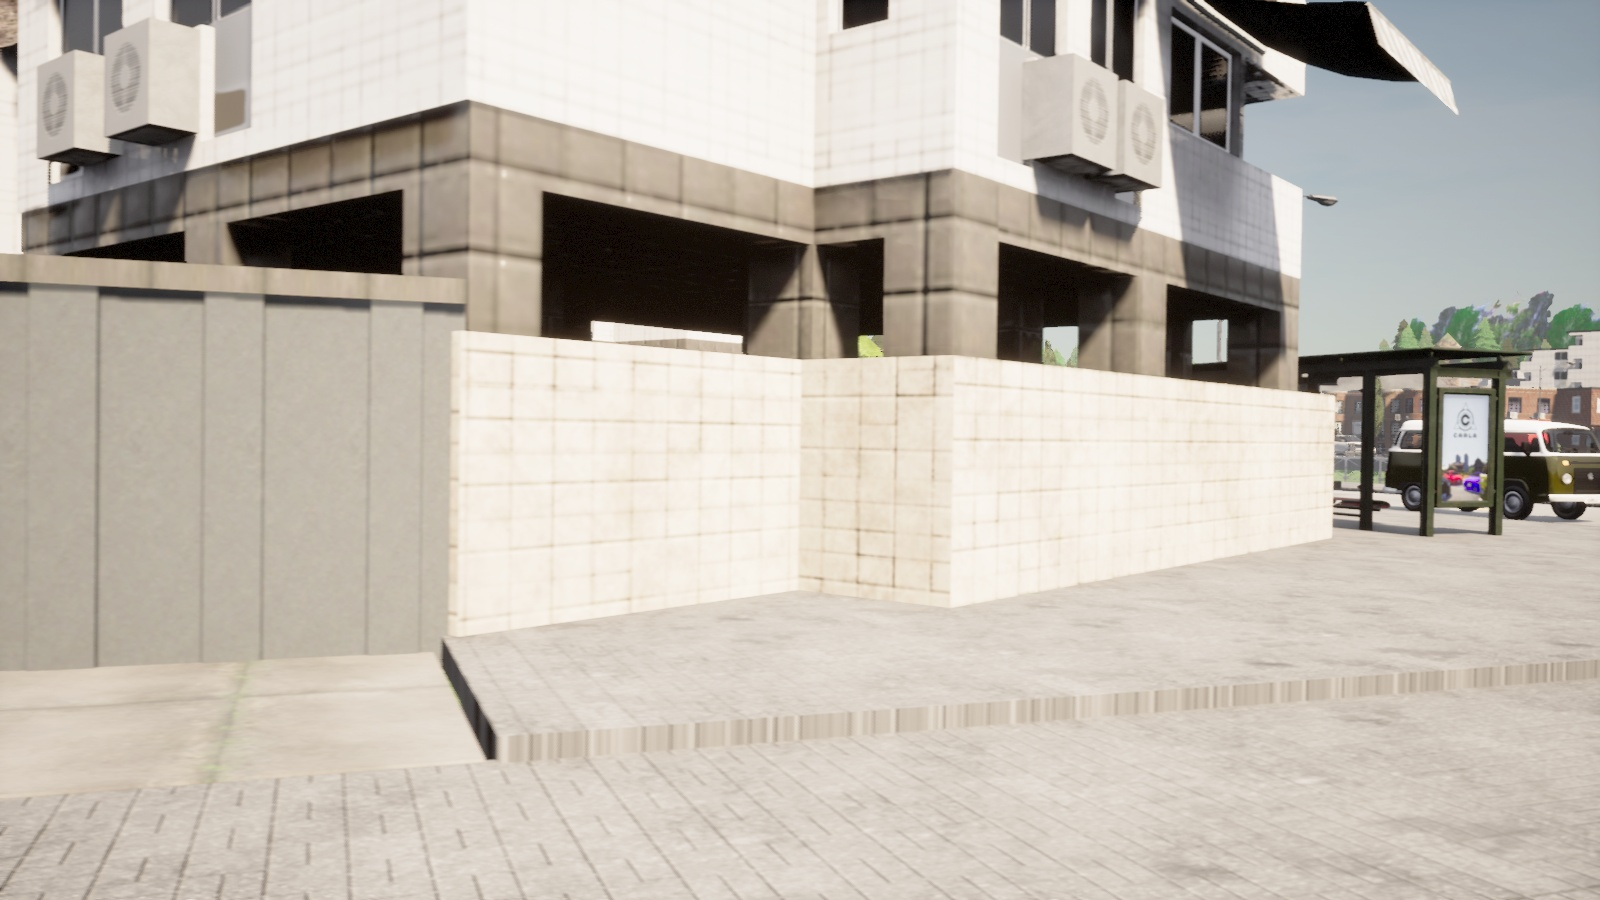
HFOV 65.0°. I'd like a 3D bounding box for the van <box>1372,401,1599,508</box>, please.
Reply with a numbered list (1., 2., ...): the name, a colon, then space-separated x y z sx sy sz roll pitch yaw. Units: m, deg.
1. van: 14.597 0.057 26.437 2.069 2.038 4.480 -1 1 -21
